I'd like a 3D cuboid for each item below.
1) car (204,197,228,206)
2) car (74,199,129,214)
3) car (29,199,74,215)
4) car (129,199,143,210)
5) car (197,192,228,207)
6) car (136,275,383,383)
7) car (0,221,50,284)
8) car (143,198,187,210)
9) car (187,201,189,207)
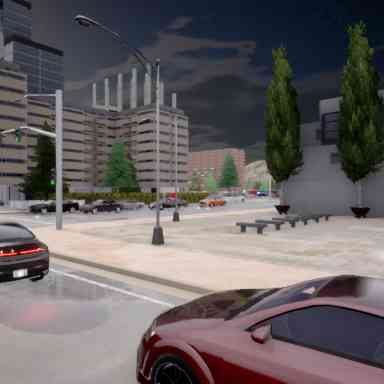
[{"bbox_3d":[4.063,1.564,56.443,1.994,1.385,4.181,0,0,41],"label":"car"},{"bbox_3d":[-9.461,1.505,35.123,1.837,1.490,4.892,0,0,40],"label":"car"},{"bbox_3d":[-14.318,1.478,34.805,1.882,1.535,5.008,0,0,40],"label":"car"},{"bbox_3d":[-8.281,1.601,41.930,1.895,1.301,4.718,0,0,40],"label":"car"},{"bbox_3d":[3.023,1.352,49.835,2.097,1.767,4.553,0,0,40],"label":"car"},{"bbox_3d":[1.422,1.564,3.226,4.181,1.385,1.994,0,0,37],"label":"car"},{"bbox_3d":[-5.557,1.505,8.734,4.892,1.490,1.837,0,0,40],"label":"car"},{"bbox_3d":[-3.379,1.491,42.300,2.128,1.511,4.902,0,0,40],"label":"car"},{"bbox_3d":[-2.414,1.564,48.844,1.994,1.385,4.181,0,0,41],"label":"car"}]
